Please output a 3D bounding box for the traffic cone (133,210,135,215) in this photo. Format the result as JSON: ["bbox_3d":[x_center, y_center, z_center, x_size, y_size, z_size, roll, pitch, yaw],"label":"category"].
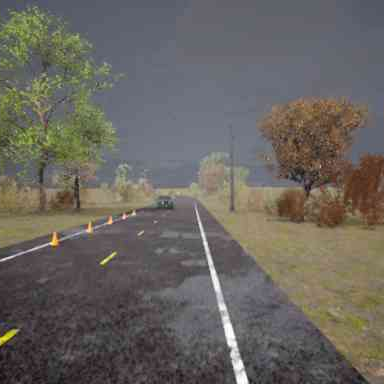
[{"bbox_3d":[-6.035,2.114,34.667,0.340,0.580,0.340,0,0,0],"label":"traffic cone"}]

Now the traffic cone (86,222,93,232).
[{"bbox_3d":[-6.042,2.047,19.666,0.340,0.580,0.340,0,0,0],"label":"traffic cone"}]

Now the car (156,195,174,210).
[{"bbox_3d":[-3.883,1.435,46.568,2.150,2.045,5.566,0,-1,-11],"label":"car"}]

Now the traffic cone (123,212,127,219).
[{"bbox_3d":[-6.038,2.092,29.667,0.340,0.580,0.340,0,0,0],"label":"traffic cone"}]

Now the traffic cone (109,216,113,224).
[{"bbox_3d":[-6.040,2.069,24.666,0.340,0.580,0.340,0,0,0],"label":"traffic cone"}]

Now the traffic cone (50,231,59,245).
[{"bbox_3d":[-6.043,2.024,14.665,0.340,0.580,0.340,0,0,0],"label":"traffic cone"}]
